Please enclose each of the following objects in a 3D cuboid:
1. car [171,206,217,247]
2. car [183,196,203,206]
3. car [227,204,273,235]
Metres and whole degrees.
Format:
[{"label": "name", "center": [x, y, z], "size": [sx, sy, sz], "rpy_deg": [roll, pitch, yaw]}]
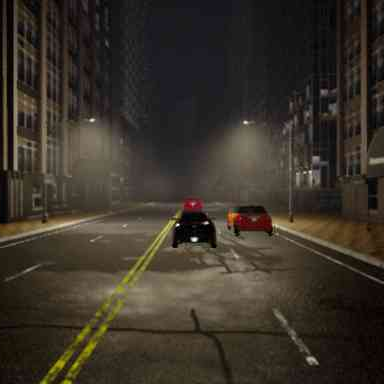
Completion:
[{"label": "car", "center": [0.095, 1.639, 15.646], "size": [1.837, 1.490, 4.892], "rpy_deg": [0, 0, 0]}, {"label": "car", "center": [0.089, 1.554, 40.579], "size": [2.150, 2.045, 5.566], "rpy_deg": [0, 0, 0]}, {"label": "car", "center": [3.346, 1.520, 20.014], "size": [2.097, 1.767, 4.553], "rpy_deg": [0, -1, 0]}]
